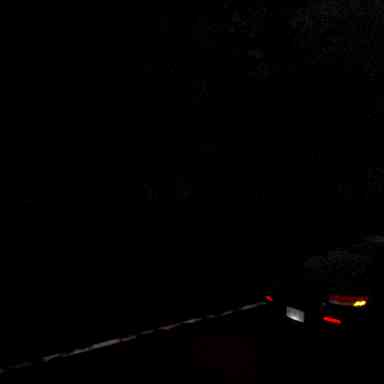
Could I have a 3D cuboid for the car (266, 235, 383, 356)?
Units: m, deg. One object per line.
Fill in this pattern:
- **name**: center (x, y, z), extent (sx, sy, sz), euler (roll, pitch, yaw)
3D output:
- **car**: center (3.322, 1.499, 5.859), extent (4.674, 1.442, 1.812), euler (0, 0, -34)
